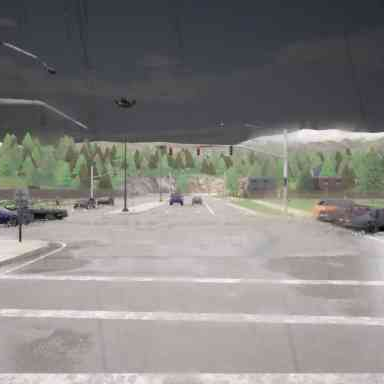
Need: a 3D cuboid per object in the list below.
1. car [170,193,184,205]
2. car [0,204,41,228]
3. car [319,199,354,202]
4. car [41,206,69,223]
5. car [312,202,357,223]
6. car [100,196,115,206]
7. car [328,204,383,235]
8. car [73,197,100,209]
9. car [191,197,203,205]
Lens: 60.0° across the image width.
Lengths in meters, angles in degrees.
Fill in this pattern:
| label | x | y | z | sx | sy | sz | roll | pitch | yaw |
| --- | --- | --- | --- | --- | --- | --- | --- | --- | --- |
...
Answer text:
| label | x | y | z | sx | sy | sz | roll | pitch | yaw |
| --- | --- | --- | --- | --- | --- | --- | --- | --- | --- |
| car | -2.631 | 1.222 | 57.371 | 2.150 | 2.045 | 5.566 | 0 | 0 | 1 |
| car | -12.770 | 1.525 | 21.684 | 4.674 | 1.442 | 1.812 | 0 | 0 | 0 |
| car | 11.528 | 1.352 | 25.002 | 4.553 | 1.767 | 2.097 | 0 | 0 | 0 |
| car | -11.925 | 1.601 | 25.177 | 4.718 | 1.301 | 1.895 | 0 | 0 | 0 |
| car | 10.916 | 1.547 | 21.507 | 5.357 | 1.411 | 2.033 | 0 | 0 | 0 |
| car | -14.323 | 1.478 | 55.486 | 1.882 | 1.535 | 5.008 | 0 | 0 | 1 |
| car | 10.591 | 1.547 | 18.009 | 5.357 | 1.411 | 2.033 | 0 | 0 | 0 |
| car | -14.491 | 1.505 | 45.176 | 1.837 | 1.490 | 4.892 | 0 | 0 | 1 |
| car | 0.883 | 1.547 | 58.264 | 2.033 | 1.411 | 5.357 | 0 | 0 | 1 |
